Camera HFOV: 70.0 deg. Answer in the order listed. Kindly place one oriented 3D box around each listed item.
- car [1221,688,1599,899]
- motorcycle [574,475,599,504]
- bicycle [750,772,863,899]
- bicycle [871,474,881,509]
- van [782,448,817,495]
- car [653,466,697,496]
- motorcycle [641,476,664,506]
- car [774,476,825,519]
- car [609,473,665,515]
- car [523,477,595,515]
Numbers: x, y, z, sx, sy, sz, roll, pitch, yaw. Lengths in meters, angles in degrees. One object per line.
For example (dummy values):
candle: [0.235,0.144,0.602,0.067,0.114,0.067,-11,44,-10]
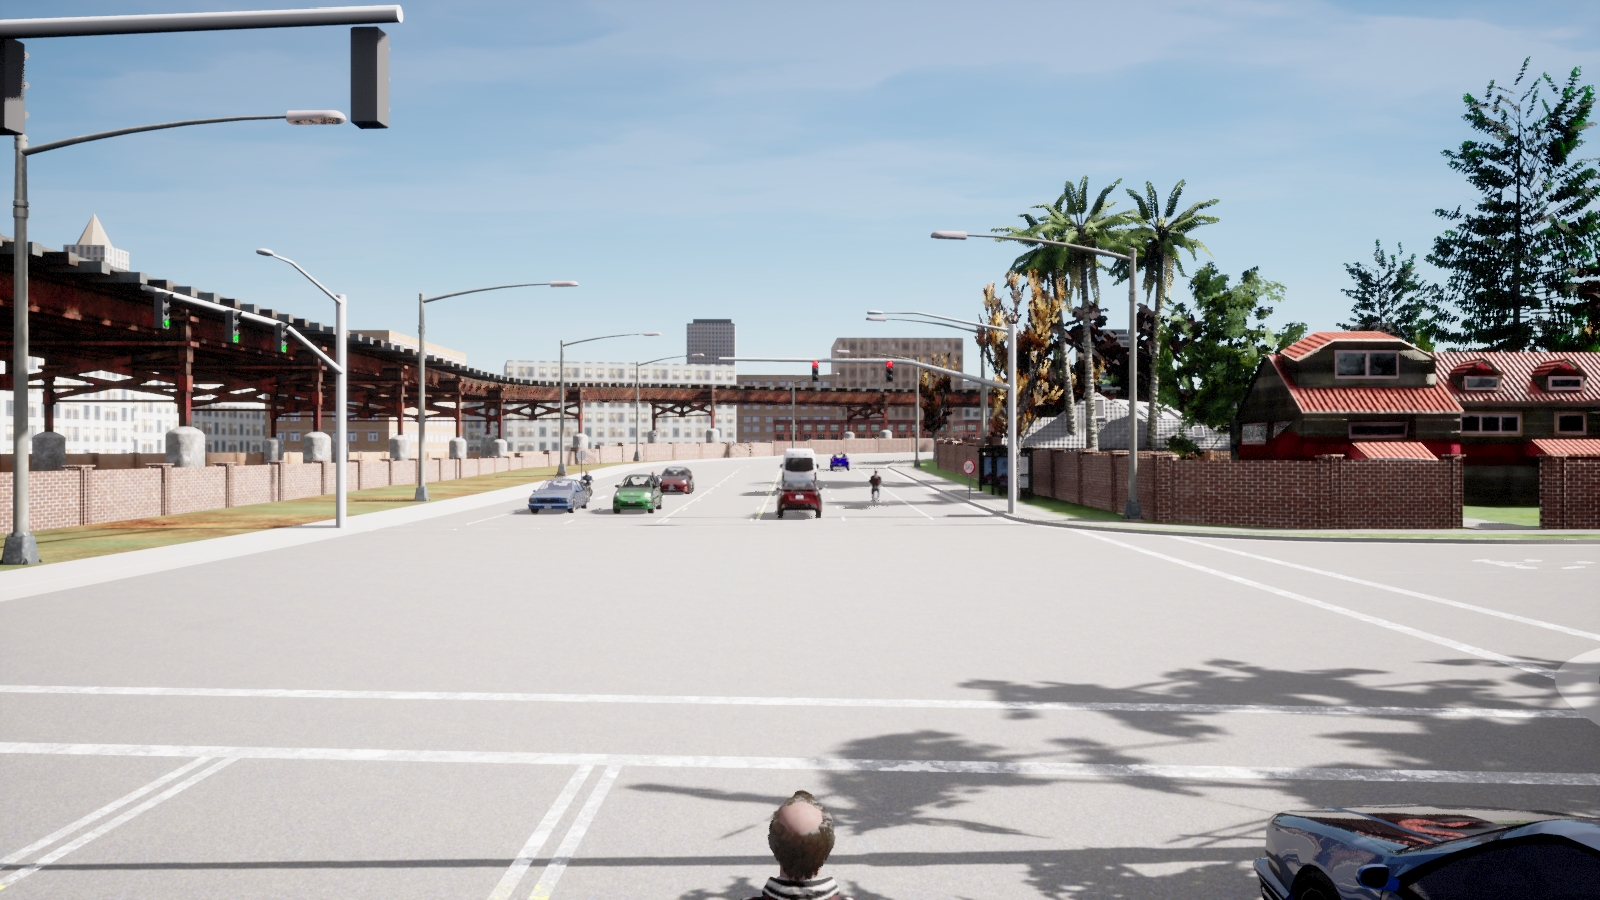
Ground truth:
car: [3.467,2.106,4.038,2.033,1.411,5.357,0,0,1]
motorcycle: [-10.476,1.934,56.002,0.856,1.341,1.805,0,1,1]
bicycle: [0.019,2.048,3.681,0.329,1.496,1.835,0,0,0]
bicycle: [3.484,1.892,52.610,0.329,1.496,1.835,0,1,0]
van: [-0.032,1.196,66.396,1.988,2.561,5.915,0,1,0]
car: [-7.043,1.725,64.840,2.007,1.525,4.514,0,1,0]
motorcycle: [-7.053,1.947,54.746,0.856,1.341,1.805,0,1,0]
car: [-0.028,1.939,47.603,2.007,1.525,4.514,0,1,0]
car: [-7.031,1.877,49.699,1.851,1.617,3.988,0,1,0]
car: [-10.533,1.979,50.381,2.033,1.411,5.357,0,1,0]
